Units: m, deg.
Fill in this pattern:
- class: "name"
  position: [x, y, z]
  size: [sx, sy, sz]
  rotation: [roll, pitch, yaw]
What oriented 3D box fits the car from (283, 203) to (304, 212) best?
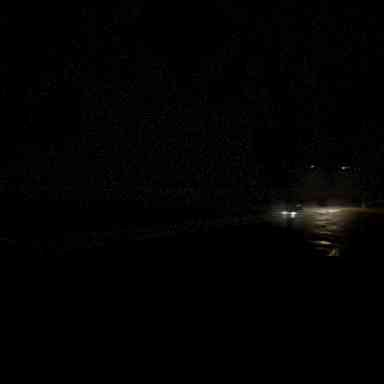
- class: "car"
  position: [15.019, 2.262, 49.202]
  size: [1.994, 1.385, 4.181]
  rotation: [-1, -1, 36]
